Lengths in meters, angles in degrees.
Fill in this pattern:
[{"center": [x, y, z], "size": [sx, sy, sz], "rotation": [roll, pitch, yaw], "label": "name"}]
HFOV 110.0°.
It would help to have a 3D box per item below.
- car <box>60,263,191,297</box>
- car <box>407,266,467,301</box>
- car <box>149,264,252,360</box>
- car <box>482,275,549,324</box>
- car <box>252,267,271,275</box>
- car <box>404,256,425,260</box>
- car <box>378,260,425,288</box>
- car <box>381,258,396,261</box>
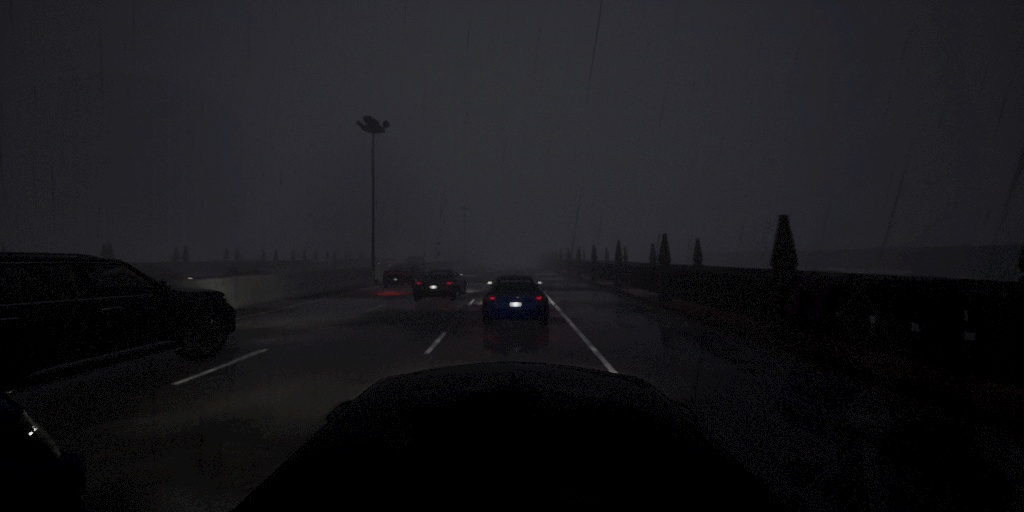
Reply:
[{"center": [-21.095, 1.230, 19.981], "size": [1.882, 1.535, 5.008], "rotation": [0, 0, 0], "label": "car"}, {"center": [-3.396, 1.316, 17.514], "size": [1.994, 1.385, 4.181], "rotation": [0, 0, 0], "label": "car"}, {"center": [-6.900, 0.972, 5.170], "size": [2.150, 2.045, 5.566], "rotation": [0, 0, 0], "label": "car"}, {"center": [0.102, 1.315, 11.979], "size": [1.994, 1.385, 4.181], "rotation": [0, 0, 0], "label": "car"}, {"center": [-17.594, 1.354, 22.532], "size": [1.895, 1.301, 4.718], "rotation": [0, 0, 0], "label": "car"}, {"center": [-14.035, 0.977, 51.588], "size": [2.150, 2.045, 5.566], "rotation": [0, 0, 1], "label": "car"}, {"center": [-6.895, 1.230, 23.704], "size": [1.882, 1.535, 5.008], "rotation": [0, 0, 0], "label": "car"}, {"center": [-20.901, 1.109, 60.518], "size": [2.097, 1.767, 4.553], "rotation": [0, 0, 1], "label": "car"}]
